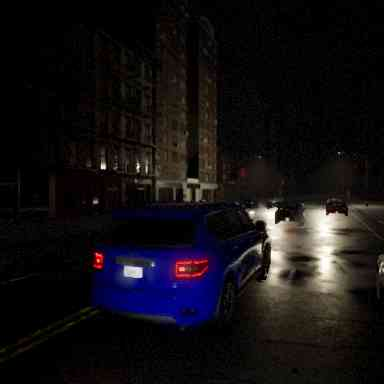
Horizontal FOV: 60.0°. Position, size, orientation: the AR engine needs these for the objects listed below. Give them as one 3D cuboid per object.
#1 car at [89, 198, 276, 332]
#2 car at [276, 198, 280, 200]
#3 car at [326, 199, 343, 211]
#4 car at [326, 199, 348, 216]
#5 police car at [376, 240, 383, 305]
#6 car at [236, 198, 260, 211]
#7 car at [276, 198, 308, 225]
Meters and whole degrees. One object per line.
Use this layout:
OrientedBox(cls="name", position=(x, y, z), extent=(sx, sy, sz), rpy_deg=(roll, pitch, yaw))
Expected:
OrientedBox(cls="car", position=(0.219, 1.219, 7.180), extent=(2.150, 2.045, 5.566), rpy_deg=(0, 0, 23))
OrientedBox(cls="car", position=(10.442, 1.455, 41.199), extent=(2.128, 1.511, 4.902), rpy_deg=(0, 0, 22))
OrientedBox(cls="car", position=(17.738, 1.554, 41.509), extent=(1.895, 1.301, 4.718), rpy_deg=(0, 0, 23))
OrientedBox(cls="car", position=(13.946, 1.565, 32.115), extent=(1.895, 1.301, 4.718), rpy_deg=(0, 0, 22))
OrientedBox(cls="police car", position=(4.033, 1.418, 4.965), extent=(1.930, 1.638, 5.238), rpy_deg=(0, 0, 22))
OrientedBox(cls="car", position=(7.071, 1.474, 41.540), extent=(1.837, 1.490, 4.892), rpy_deg=(0, 0, 22))
OrientedBox(cls="car", position=(7.182, 1.485, 24.057), extent=(1.837, 1.490, 4.892), rpy_deg=(0, 1, 22))
